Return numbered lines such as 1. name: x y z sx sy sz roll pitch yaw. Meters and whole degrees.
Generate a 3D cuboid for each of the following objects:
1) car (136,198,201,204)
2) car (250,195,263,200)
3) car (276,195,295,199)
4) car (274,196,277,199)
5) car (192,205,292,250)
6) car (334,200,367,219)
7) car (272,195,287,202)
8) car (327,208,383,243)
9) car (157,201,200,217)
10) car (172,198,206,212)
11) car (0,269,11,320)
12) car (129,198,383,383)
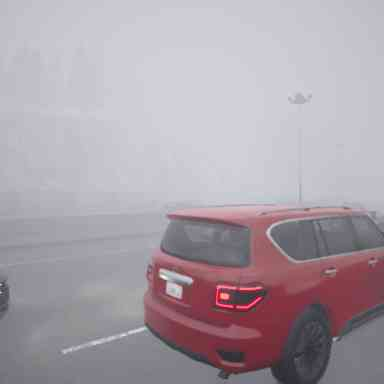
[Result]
1. car: -1.654 1.531 26.533 2.128 1.511 4.902 0 0 41
2. car: 13.946 1.504 71.766 1.837 1.490 4.892 0 0 29
3. car: 15.463 1.479 53.181 1.837 1.490 4.892 0 0 30
4. car: 17.956 1.571 64.616 1.895 1.301 4.718 0 0 29
5. car: 2.487 1.483 15.452 5.008 1.535 1.882 0 0 -43
6. car: 14.395 1.504 30.028 2.033 1.411 5.357 0 0 32
7. car: 19.722 1.501 74.895 2.128 1.511 4.902 0 0 29
8. car: 8.726 1.574 16.867 1.895 1.301 4.718 0 0 43
9. car: -1.251 1.608 32.462 1.994 1.385 4.181 0 0 38
10. car: -0.258 1.552 39.911 1.837 1.490 4.892 0 0 32
11. car: -5.320 1.513 4.530 5.008 1.535 1.882 0 0 -34
12. car: 1.877 1.219 5.542 5.566 2.045 2.150 0 0 -39
